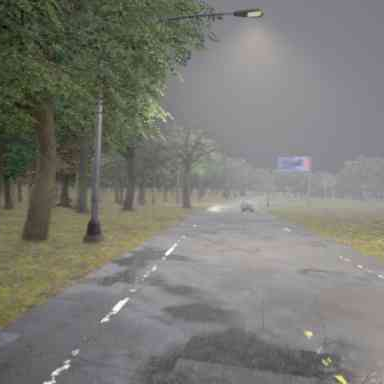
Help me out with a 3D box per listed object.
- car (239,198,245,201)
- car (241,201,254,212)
[{"bbox_3d":[11.636,2.722,72.604,1.994,1.385,4.181,2,0,9],"label":"car"},{"bbox_3d":[9.094,2.556,54.581,1.895,1.301,4.718,2,0,8],"label":"car"}]
